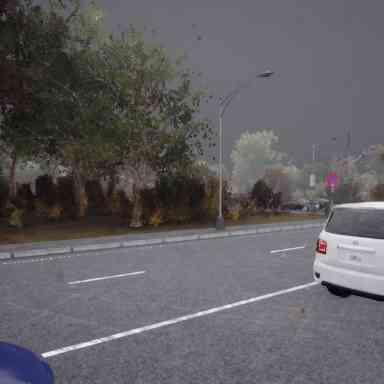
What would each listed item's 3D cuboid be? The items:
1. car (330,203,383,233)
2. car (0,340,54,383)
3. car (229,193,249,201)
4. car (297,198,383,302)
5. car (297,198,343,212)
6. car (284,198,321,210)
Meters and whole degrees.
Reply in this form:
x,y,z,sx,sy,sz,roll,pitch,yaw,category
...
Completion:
x,y,z,sx,sy,sz,roll,pitch,yaw,category
10.657,1.505,20.209,4.892,1.490,1.837,0,0,-36,car
-3.103,1.526,1.529,4.674,1.442,1.812,0,0,-36,car
7.263,1.213,47.061,2.150,2.045,5.566,0,0,-32,car
5.017,1.221,7.332,5.566,2.045,2.150,0,0,-35,car
15.537,1.492,40.515,2.128,1.511,4.902,0,0,-32,car
12.507,1.492,38.731,2.128,1.511,4.902,0,0,-33,car
